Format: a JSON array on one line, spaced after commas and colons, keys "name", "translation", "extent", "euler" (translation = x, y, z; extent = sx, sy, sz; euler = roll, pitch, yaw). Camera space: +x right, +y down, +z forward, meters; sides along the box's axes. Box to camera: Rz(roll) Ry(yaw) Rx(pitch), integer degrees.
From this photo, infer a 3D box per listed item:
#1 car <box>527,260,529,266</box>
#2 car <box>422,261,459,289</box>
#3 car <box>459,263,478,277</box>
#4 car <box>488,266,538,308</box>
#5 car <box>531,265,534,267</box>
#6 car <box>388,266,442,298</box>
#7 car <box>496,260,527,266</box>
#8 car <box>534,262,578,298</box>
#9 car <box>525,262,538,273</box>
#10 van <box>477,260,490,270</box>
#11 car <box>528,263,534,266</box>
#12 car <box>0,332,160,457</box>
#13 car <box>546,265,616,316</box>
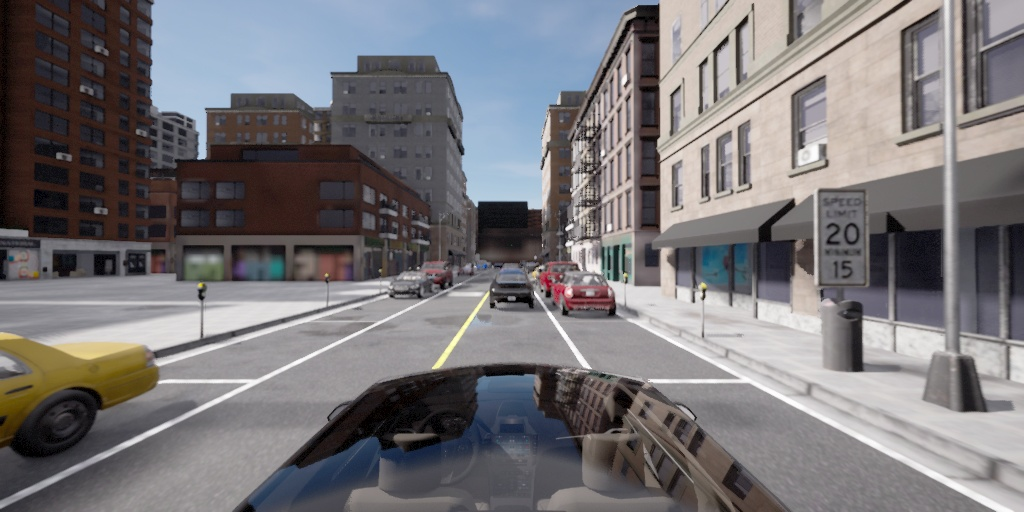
[{"name": "car", "translation": [2.984, 1.700, 48.997], "extent": [1.837, 1.490, 4.892], "euler": [0, -1, 0]}, {"name": "car", "translation": [-5.406, 1.288, 25.302], "extent": [2.192, 1.841, 5.009], "euler": [0, 0, 0]}, {"name": "car", "translation": [-5.419, 1.715, 42.287], "extent": [1.802, 1.307, 4.207], "euler": [0, 0, 0]}, {"name": "car", "translation": [-0.006, 1.394, 16.153], "extent": [1.837, 1.490, 4.892], "euler": [0, 0, 0]}, {"name": "car", "translation": [2.619, 1.538, 25.308], "extent": [1.948, 1.339, 4.313], "euler": [0, 0, 0]}, {"name": "car", "translation": [-5.401, 1.470, 19.640], "extent": [2.007, 1.370, 4.403], "euler": [0, 0, 0]}, {"name": "car", "translation": [-0.020, 1.376, 30.930], "extent": [2.097, 1.767, 4.553], "euler": [0, -1, 0]}, {"name": "car", "translation": [2.624, 1.233, 19.646], "extent": [2.192, 1.841, 5.009], "euler": [0, 0, 0]}, {"name": "car", "translation": [2.979, 1.767, 55.997], "extent": [1.837, 1.490, 4.892], "euler": [0, -1, 0]}, {"name": "van", "translation": [-5.436, 1.690, 64.933], "extent": [1.690, 1.789, 3.998], "euler": [0, 0, 0]}, {"name": "car", "translation": [2.615, 1.551, 31.139], "extent": [1.751, 1.417, 4.829], "euler": [0, 0, 0]}, {"name": "car", "translation": [-5.388, 1.284, 2.485], "extent": [1.751, 1.417, 4.829], "euler": [0, 0, 0]}, {"name": "car", "translation": [2.628, 1.305, 13.984], "extent": [1.967, 1.591, 4.097], "euler": [0, 0, 0]}]
